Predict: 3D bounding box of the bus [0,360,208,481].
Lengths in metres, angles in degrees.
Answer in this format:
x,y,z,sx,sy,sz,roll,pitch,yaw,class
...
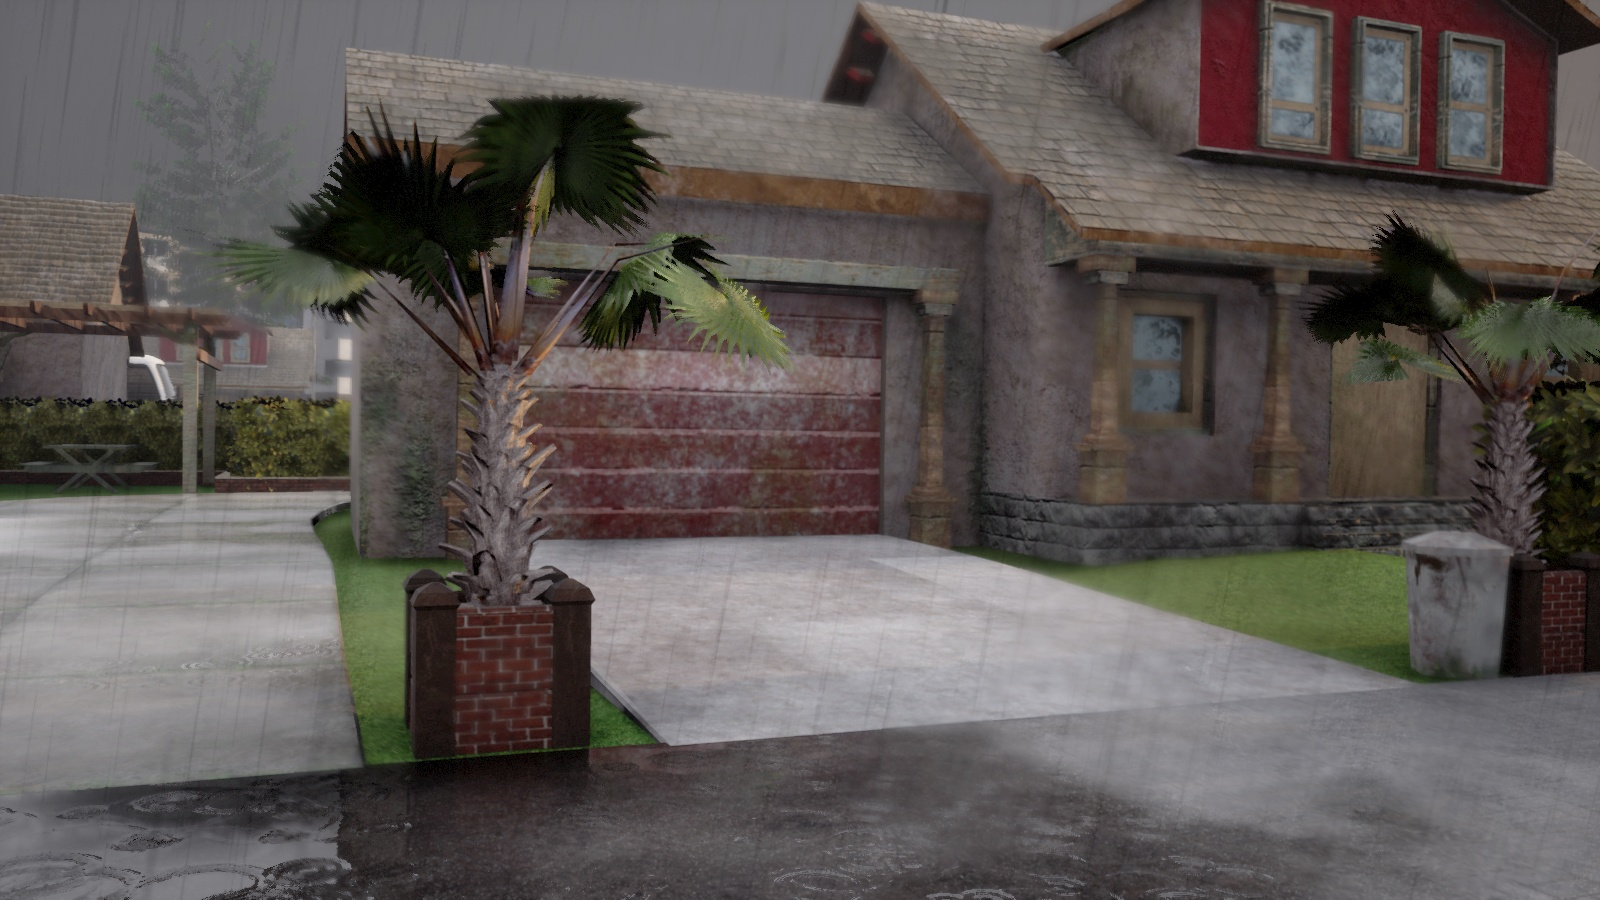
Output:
x,y,z,sx,sy,sz,roll,pitch,yaw,class
-27.666,-1.064,46.232,10.273,4.253,3.944,-1,1,-21,bus
